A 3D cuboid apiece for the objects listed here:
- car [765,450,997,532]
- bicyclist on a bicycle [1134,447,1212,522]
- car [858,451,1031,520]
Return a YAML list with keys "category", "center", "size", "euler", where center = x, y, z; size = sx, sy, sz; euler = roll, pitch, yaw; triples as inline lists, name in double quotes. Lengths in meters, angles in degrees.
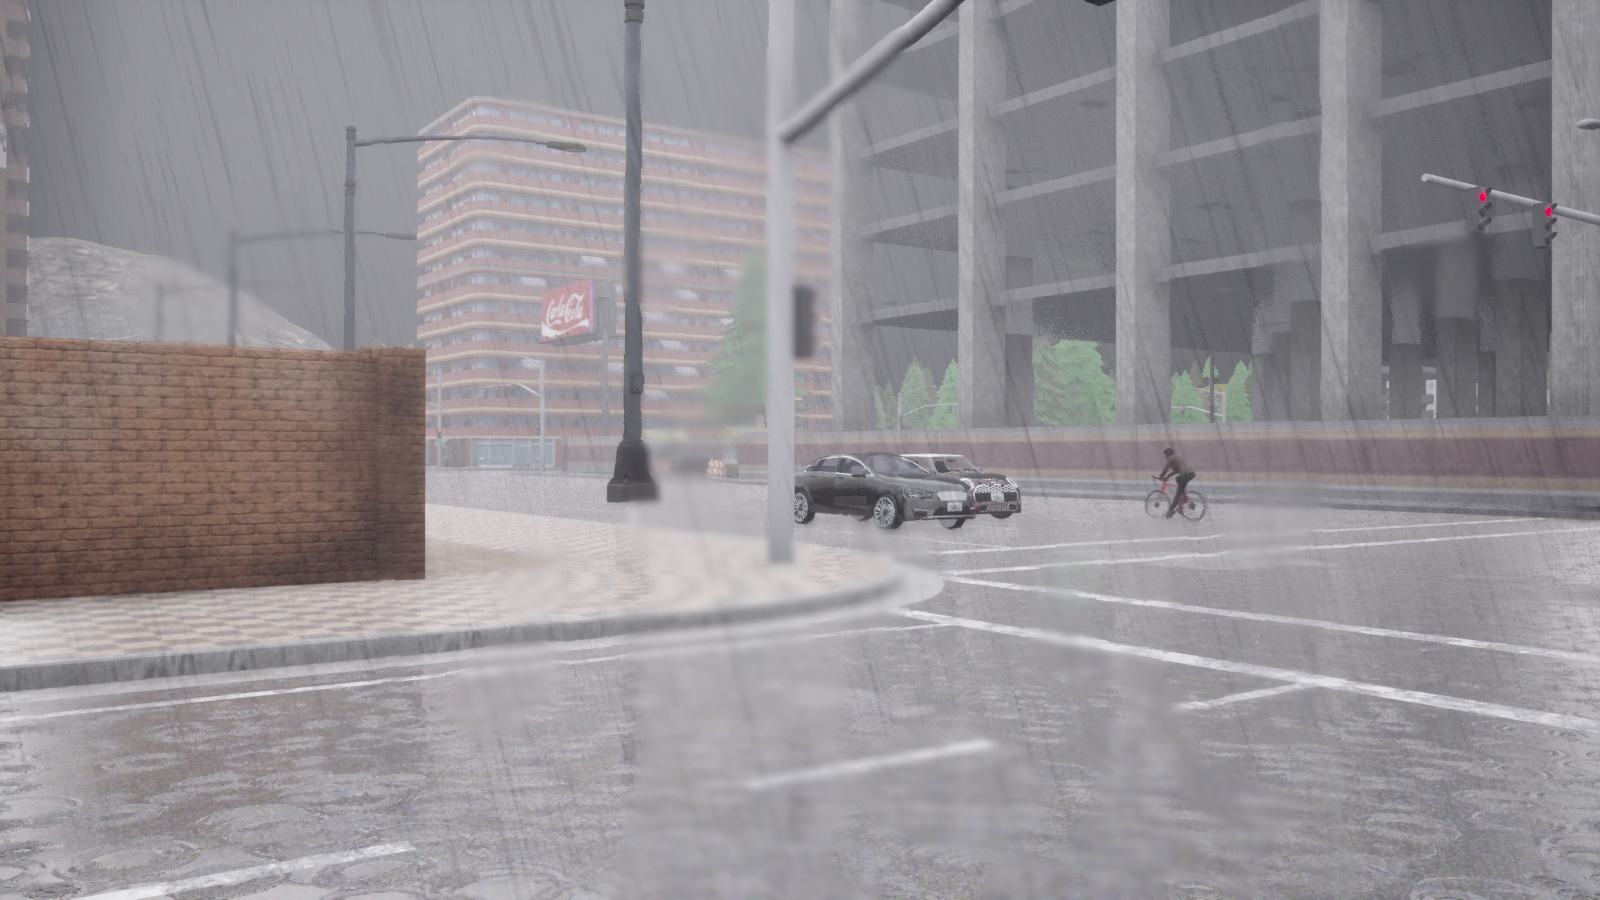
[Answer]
- category: "car"
  center: [1.523, 0.760, 25.587]
  size: [2.128, 1.511, 4.902]
  euler: [0, 0, -34]
- category: "bicyclist on a bicycle"
  center: [8.317, 0.749, 28.072]
  size: [0.582, 1.620, 1.656]
  euler: [0, 0, -35]
- category: "car"
  center: [3.293, 0.775, 29.197]
  size: [1.970, 1.475, 3.806]
  euler: [0, 0, -34]
